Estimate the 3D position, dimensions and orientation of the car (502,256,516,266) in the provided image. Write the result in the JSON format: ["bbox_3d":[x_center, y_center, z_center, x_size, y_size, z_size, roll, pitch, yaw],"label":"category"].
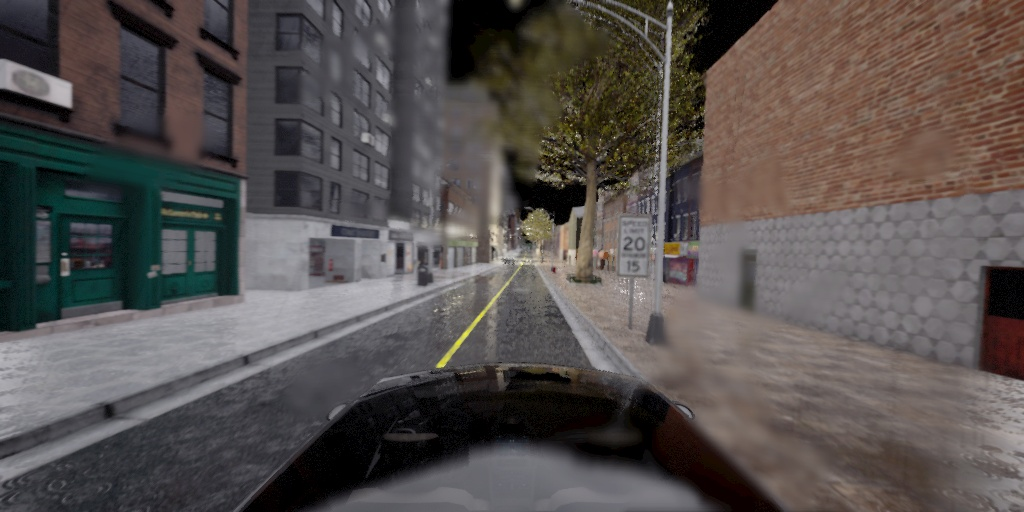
[{"bbox_3d":[-0.352,0.767,53.733,2.033,1.411,5.357,2,0,3],"label":"car"}]
